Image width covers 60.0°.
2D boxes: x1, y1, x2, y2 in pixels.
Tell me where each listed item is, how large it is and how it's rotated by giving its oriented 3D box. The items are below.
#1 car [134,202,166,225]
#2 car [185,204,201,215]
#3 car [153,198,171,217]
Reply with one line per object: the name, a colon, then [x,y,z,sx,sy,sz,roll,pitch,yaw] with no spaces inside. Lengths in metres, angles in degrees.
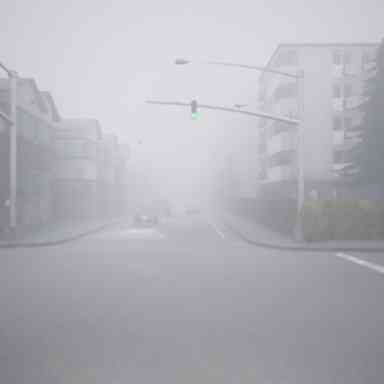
car: [-3.601,1.884,27.584,2.128,1.511,4.902,0,-1,0]
car: [0.081,2.171,40.853,1.895,1.301,4.718,0,-1,-1]
car: [-3.583,1.760,38.162,2.150,2.045,5.566,0,-1,0]
